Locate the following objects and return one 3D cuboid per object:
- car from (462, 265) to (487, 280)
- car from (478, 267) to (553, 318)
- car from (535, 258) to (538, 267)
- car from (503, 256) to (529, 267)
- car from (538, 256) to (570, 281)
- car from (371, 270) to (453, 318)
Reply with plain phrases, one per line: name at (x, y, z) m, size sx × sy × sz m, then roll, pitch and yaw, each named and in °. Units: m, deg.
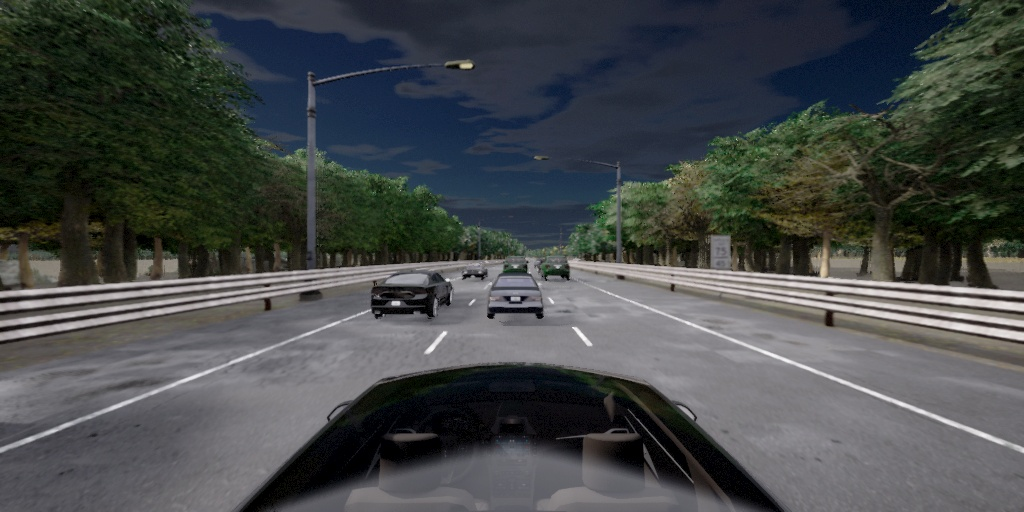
car at (-3.157, 1.406, 31.779) m, size 1.895 × 1.301 × 4.718 m, roll 0°, pitch 0°, yaw 1°
car at (0.113, 1.306, 13.021) m, size 2.033 × 1.411 × 5.357 m, roll 0°, pitch 0°, yaw 0°
car at (4.060, 1.356, 43.386) m, size 1.837 × 1.490 × 4.892 m, roll 0°, pitch 0°, yaw 2°
car at (0.358, 1.029, 32.402) m, size 2.150 × 2.045 × 5.566 m, roll 0°, pitch 0°, yaw 1°
car at (3.732, 1.021, 31.467) m, size 2.150 × 2.045 × 5.566 m, roll 0°, pitch 0°, yaw 1°
car at (-3.385, 1.236, 12.973) m, size 1.882 × 1.535 × 5.008 m, roll 0°, pitch 0°, yaw 0°
